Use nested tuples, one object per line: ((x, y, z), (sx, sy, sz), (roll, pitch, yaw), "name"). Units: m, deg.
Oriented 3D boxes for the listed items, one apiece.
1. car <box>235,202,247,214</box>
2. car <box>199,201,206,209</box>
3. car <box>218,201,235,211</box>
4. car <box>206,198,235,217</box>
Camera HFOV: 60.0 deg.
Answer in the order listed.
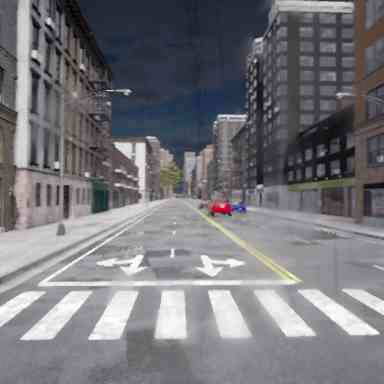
((6.084, 2.061, 44.869), (1.882, 1.535, 5.008), (0, -1, -2), "car")
((2.298, 2.267, 58.233), (1.812, 1.442, 4.674), (0, -1, -2), "car")
((5.603, 2.200, 54.843), (2.128, 1.511, 4.902), (0, -1, -2), "car")
((3.168, 1.709, 38.182), (2.150, 2.045, 5.566), (0, -1, -2), "car")
